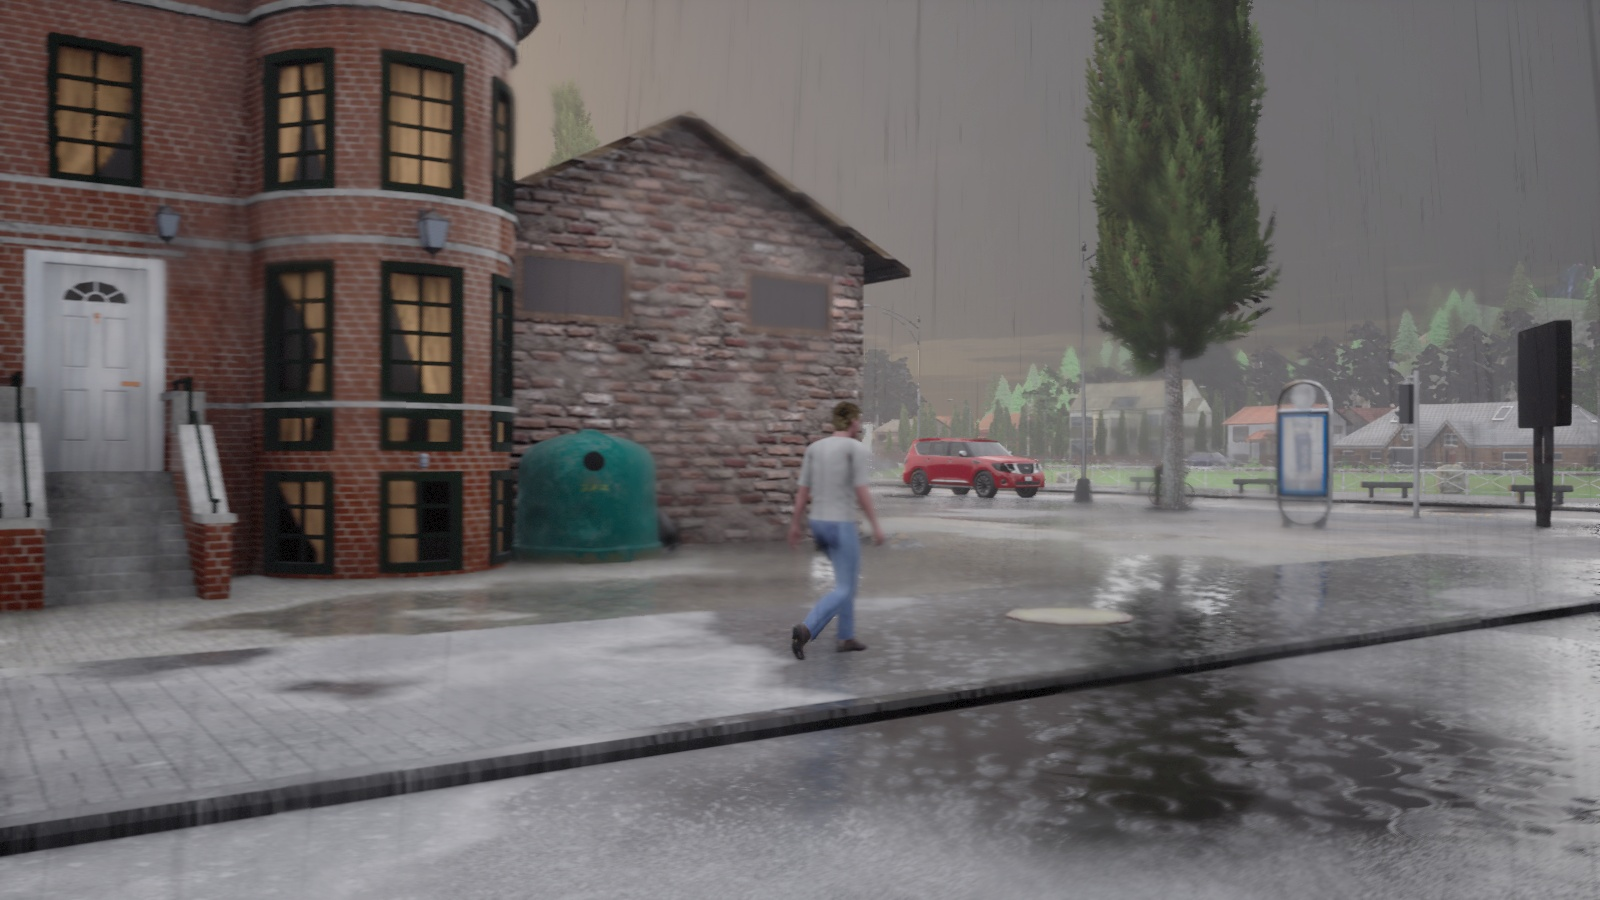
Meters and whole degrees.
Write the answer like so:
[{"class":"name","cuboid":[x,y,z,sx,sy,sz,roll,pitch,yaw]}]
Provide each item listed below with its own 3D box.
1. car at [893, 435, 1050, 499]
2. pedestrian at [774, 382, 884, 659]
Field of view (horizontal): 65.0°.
[{"class":"car","cuboid":[5.798,0.558,43.137,2.150,2.045,5.566,0,0,-35]},{"class":"pedestrian","cuboid":[0.207,0.468,8.676,0.706,1.836,0.354,0,0,-42]}]
